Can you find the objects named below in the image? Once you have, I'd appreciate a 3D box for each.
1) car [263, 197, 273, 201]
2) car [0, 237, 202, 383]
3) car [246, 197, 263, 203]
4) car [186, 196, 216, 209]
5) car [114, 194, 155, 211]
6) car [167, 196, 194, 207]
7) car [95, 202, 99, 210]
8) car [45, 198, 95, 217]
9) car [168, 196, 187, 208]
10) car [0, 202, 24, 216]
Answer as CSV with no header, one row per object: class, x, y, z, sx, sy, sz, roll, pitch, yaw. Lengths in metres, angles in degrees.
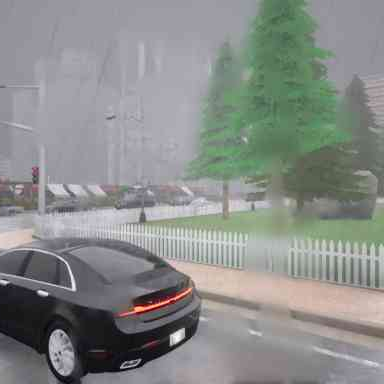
car,14.956,1.564,59.811,1.994,1.385,4.181,0,0,34
car,-2.143,1.505,5.454,4.892,1.490,1.837,0,0,36
car,11.864,1.213,61.484,2.150,2.045,5.566,0,-1,34
car,1.590,1.526,46.168,1.812,1.442,4.674,0,0,34
car,-6.832,1.221,40.253,2.150,2.045,5.566,0,0,34
car,-1.864,1.505,53.879,1.837,1.490,4.892,0,0,34
car,-12.862,1.478,37.551,1.882,1.535,5.008,0,0,34
car,-12.302,1.491,32.104,2.128,1.511,4.902,0,0,34
car,-1.130,1.352,48.717,2.097,1.767,4.553,0,0,34
car,-17.996,1.601,30.017,1.895,1.301,4.718,0,0,36
